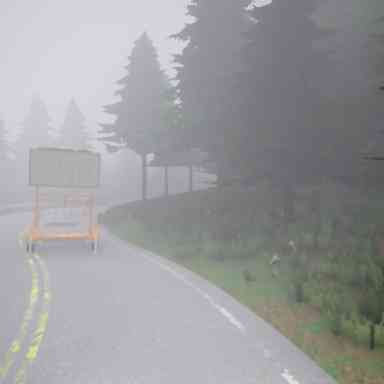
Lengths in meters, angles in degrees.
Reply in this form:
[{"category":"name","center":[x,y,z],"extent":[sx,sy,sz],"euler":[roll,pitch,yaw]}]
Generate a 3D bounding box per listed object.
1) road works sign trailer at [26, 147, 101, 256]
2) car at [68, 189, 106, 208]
[{"category":"road works sign trailer","center":[-4.633,0.231,12.131],"extent":[2.380,3.560,2.880],"euler":[2,1,-22]},{"category":"car","center":[-10.819,0.631,34.457],"extent":[2.097,1.767,4.553],"euler":[-1,1,14]}]
